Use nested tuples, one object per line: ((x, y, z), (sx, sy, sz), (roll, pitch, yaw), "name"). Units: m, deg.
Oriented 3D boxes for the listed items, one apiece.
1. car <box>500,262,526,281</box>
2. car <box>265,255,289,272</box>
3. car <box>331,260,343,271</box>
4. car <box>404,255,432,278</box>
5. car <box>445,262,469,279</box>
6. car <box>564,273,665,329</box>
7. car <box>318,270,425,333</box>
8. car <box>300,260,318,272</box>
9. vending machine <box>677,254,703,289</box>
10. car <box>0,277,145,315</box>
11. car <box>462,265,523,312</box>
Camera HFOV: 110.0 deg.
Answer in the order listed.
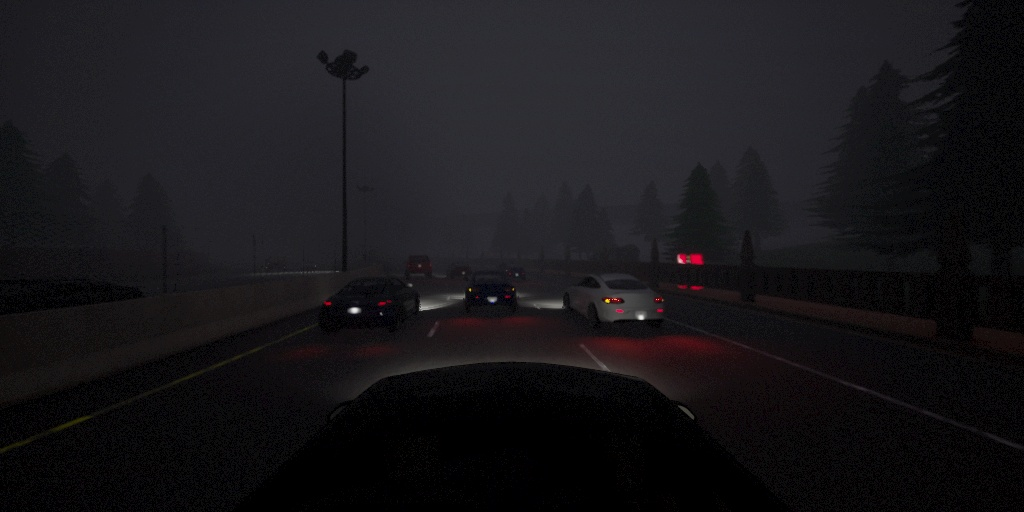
((-0.228, 1.199, 28.763), (1.812, 1.442, 4.674), (0, 0, -15), "car")
((-29.815, 0.952, 45.590), (2.150, 2.045, 5.566), (0, 0, -30), "car")
((-23.545, 1.246, 48.716), (2.033, 1.411, 5.357), (0, 0, -30), "car")
((-8.557, 0.913, 32.563), (2.150, 2.045, 5.566), (0, 0, -18), "car")
((-4.618, 1.206, 31.483), (1.812, 1.442, 4.674), (0, 0, -17), "car")
((2.949, 1.238, 11.048), (1.812, 1.442, 4.674), (0, 0, -5), "car")
((-4.040, 1.302, 10.782), (1.994, 1.385, 4.181), (0, 0, -5), "car")
((-26.705, 1.240, 47.158), (1.812, 1.442, 4.674), (0, 0, -30), "car")
((9.852, 0.858, 19.853), (1.100, 2.100, 0.880), (0, 0, -9), "vending machine")
((-10.984, 1.263, 7.907), (2.128, 1.511, 4.902), (0, 0, -5), "car")
((-0.916, 1.243, 14.056), (1.812, 1.442, 4.674), (0, 0, -7), "car")
